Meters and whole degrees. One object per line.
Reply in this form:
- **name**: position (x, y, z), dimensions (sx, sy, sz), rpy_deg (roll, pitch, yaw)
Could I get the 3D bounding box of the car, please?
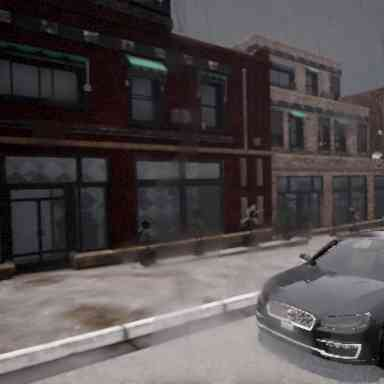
- **car**: position (3.232, 1.497, 5.753), dimensions (4.892, 1.490, 1.837), rpy_deg (0, 0, -35)
